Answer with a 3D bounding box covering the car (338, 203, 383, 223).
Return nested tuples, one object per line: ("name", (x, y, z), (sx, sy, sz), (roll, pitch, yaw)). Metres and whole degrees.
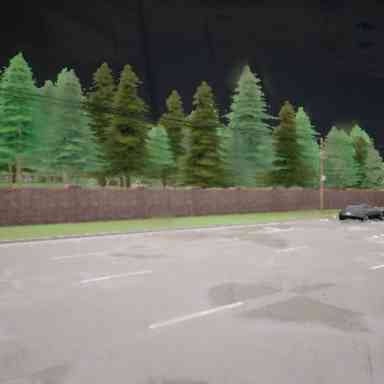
("car", (13.432, 1.590, 26.234), (4.181, 1.385, 1.994), (0, 0, -36))
